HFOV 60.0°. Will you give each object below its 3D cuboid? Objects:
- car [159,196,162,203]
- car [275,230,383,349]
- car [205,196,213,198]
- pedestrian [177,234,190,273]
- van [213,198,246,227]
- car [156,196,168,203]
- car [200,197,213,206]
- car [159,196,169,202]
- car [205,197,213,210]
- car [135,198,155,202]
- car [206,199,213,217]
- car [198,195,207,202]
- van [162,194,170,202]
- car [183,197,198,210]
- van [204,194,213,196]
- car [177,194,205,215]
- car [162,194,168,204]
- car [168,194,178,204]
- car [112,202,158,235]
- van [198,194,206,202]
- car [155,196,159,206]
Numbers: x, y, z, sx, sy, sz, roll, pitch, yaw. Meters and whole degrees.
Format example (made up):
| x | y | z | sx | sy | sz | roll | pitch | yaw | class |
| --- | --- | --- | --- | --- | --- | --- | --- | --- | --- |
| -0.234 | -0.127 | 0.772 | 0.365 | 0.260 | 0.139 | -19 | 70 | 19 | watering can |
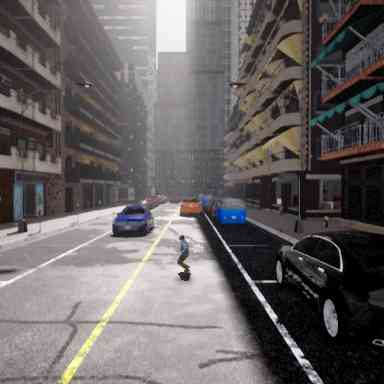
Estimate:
| x | y | z | sx | sy | sz | roll | pitch | yaw | class |
| --- | --- | --- | --- | --- | --- | --- | --- | --- | --- |
| -5.974 | 1.556 | 50.366 | 1.802 | 1.307 | 4.206 | -1 | 0 | 0 | car |
| 2.967 | 1.502 | 6.379 | 1.837 | 1.490 | 4.892 | 0 | 0 | 0 | car |
| 2.467 | 1.545 | 39.179 | 1.947 | 1.339 | 4.313 | -1 | 0 | 0 | car |
| -0.214 | 1.670 | 9.136 | 0.500 | 1.100 | 0.500 | -1 | 1 | -3 | pedestrian |
| 2.556 | 1.328 | 22.374 | 1.690 | 1.788 | 3.998 | -1 | 0 | 0 | van |
| -6.067 | 1.534 | 67.171 | 1.947 | 1.339 | 4.313 | -1 | 0 | 0 | car |
| 2.375 | 1.523 | 55.985 | 2.008 | 1.369 | 4.403 | -1 | 0 | 0 | car |
| -6.098 | 1.517 | 72.773 | 2.008 | 1.369 | 4.403 | -1 | 0 | 0 | car |
| 2.498 | 1.526 | 33.577 | 1.887 | 1.381 | 4.507 | -1 | 0 | 0 | car |
| -5.913 | 1.545 | 39.162 | 1.947 | 1.339 | 4.313 | -1 | 0 | 0 | car |
| 2.529 | 1.535 | 27.975 | 2.008 | 1.369 | 4.403 | -1 | 0 | 0 | car |
| 2.282 | 1.492 | 72.961 | 1.752 | 1.417 | 4.829 | -1 | 0 | 0 | car |
| -6.131 | 1.306 | 78.375 | 1.690 | 1.788 | 3.998 | -1 | 0 | 0 | van |
| -0.165 | 1.481 | 44.378 | 1.837 | 1.490 | 4.892 | 0 | 0 | 0 | car |
| 2.402 | 1.315 | 50.383 | 1.690 | 1.788 | 3.998 | -1 | 0 | 0 | van |
| -0.092 | 1.337 | 33.269 | 2.097 | 1.767 | 4.553 | 0 | 0 | 0 | car |
| -6.038 | 1.410 | 61.570 | 1.967 | 1.590 | 4.097 | -1 | 0 | 0 | car |
| -3.357 | 1.452 | 65.227 | 1.882 | 1.535 | 5.008 | 0 | 0 | 0 | car |
| -3.212 | 1.514 | 18.917 | 1.812 | 1.442 | 4.674 | 0 | 0 | 0 | car |
| 2.249 | 1.306 | 78.392 | 1.690 | 1.788 | 3.998 | -1 | 0 | 0 | van |
| -5.944 | 1.521 | 44.764 | 1.887 | 1.381 | 4.507 | -1 | 0 | 0 | car |
